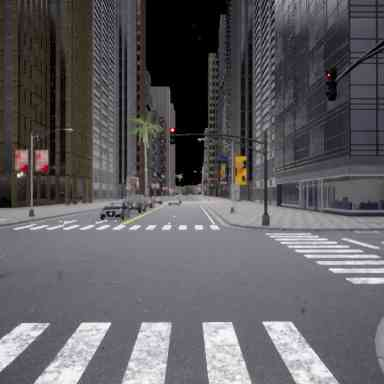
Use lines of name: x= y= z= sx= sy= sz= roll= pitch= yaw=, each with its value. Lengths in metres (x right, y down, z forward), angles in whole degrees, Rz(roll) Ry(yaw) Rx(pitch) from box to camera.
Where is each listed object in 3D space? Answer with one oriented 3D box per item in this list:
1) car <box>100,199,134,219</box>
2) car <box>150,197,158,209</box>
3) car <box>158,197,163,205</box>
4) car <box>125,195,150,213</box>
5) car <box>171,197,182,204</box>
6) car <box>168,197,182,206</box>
car: x=-6.642 y=1.627 z=29.175 sx=1.994 sy=1.385 sz=4.181 roll=0 pitch=0 yaw=0
car: x=-6.664 y=1.482 z=48.428 sx=2.097 sy=1.767 sz=4.553 roll=0 pitch=0 yaw=0
car: x=-6.596 y=1.696 z=63.751 sx=1.882 sy=1.535 sz=5.008 roll=0 pitch=0 yaw=0
car: x=-6.657 y=1.314 z=38.499 sx=2.150 sy=2.045 sz=5.566 roll=0 pitch=0 yaw=0
car: x=-3.255 y=1.788 z=69.742 sx=1.994 sy=1.385 sz=4.181 roll=0 pitch=0 yaw=0
car: x=-3.241 y=1.781 z=59.847 sx=1.895 sy=1.301 sz=4.718 roll=0 pitch=0 yaw=0
